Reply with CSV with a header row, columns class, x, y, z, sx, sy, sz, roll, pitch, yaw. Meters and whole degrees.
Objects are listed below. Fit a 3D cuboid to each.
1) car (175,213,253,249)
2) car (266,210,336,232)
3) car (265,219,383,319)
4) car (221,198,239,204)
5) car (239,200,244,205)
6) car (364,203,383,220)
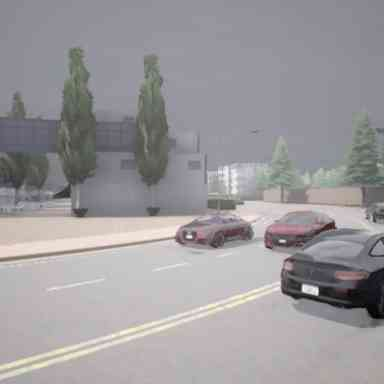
class,x,y,z,sx,sy,sz,roll,pitch,yaw
car,1.119,1.669,15.325,1.994,1.385,4.181,-1,0,38
car,4.805,1.558,14.333,1.882,1.535,5.008,0,0,36
car,3.733,1.564,7.506,4.674,1.442,1.812,0,0,-45
car,6.583,1.886,62.155,1.882,1.535,5.008,0,-1,-12
car,8.792,1.991,68.555,2.033,1.411,5.357,0,-1,-15
car,15.107,1.622,26.582,1.837,1.490,4.892,0,0,18
